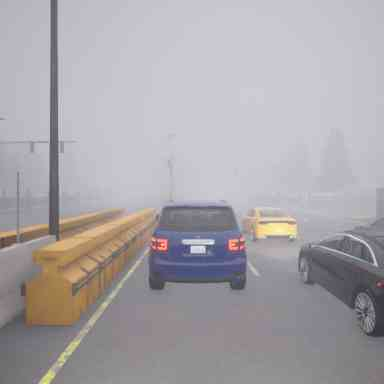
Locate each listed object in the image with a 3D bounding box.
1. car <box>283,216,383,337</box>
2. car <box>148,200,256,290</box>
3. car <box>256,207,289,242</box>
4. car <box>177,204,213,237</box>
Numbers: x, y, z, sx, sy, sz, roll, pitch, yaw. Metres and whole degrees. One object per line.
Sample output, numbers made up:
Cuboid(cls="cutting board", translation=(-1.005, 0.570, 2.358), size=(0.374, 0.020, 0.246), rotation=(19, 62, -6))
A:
Cuboid(cls="car", translation=(3.615, 1.492, 6.612), size=(2.128, 1.511, 4.902), rotation=(0, 0, 0))
Cuboid(cls="car", translation=(0.127, 1.222, 9.221), size=(2.150, 2.045, 5.566), rotation=(0, 0, 0))
Cuboid(cls="car", translation=(3.646, 1.478, 16.454), size=(1.882, 1.535, 5.008), rotation=(0, 0, 0))
Cuboid(cls="car", translation=(0.154, 1.505, 19.070), size=(1.837, 1.490, 4.892), rotation=(0, 0, 0))
